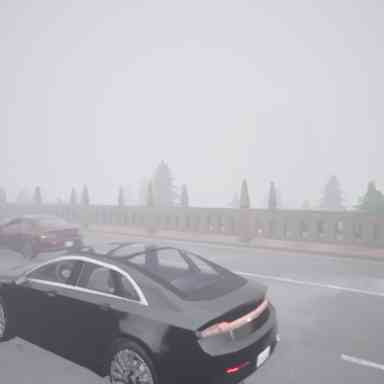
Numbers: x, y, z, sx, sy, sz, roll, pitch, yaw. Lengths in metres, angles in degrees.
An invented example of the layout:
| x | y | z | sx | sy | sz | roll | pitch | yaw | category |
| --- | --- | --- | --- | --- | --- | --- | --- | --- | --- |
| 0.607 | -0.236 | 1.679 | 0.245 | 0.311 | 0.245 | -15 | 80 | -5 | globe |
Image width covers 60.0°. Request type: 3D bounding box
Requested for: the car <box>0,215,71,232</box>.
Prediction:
| x | y | z | sx | sy | sz | roll | pitch | yaw | category |
| --- | --- | --- | --- | --- | --- | --- | --- | --- | --- |
| -6.037 | 1.593 | 12.606 | 4.674 | 1.442 | 1.812 | 0 | 0 | 35 | car |

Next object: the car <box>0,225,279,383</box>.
| x | y | z | sx | sy | sz | roll | pitch | yaw | category |
| --- | --- | --- | --- | --- | --- | --- | --- | --- | --- |
| -1.229 | 1.513 | 4.888 | 4.902 | 1.511 | 2.128 | 0 | 0 | 35 | car |
